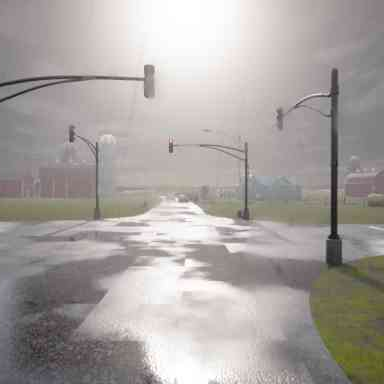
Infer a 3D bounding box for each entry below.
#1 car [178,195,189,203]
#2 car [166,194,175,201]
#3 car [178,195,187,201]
[{"bbox_3d":[-1.747,1.623,69.930,1.895,1.301,4.718,0,0,-3],"label":"car"},{"bbox_3d":[-4.735,1.182,73.929,1.812,1.442,4.674,0,0,-3],"label":"car"},{"bbox_3d":[-2.361,1.463,79.914,1.837,1.490,4.892,0,0,-4],"label":"car"}]
